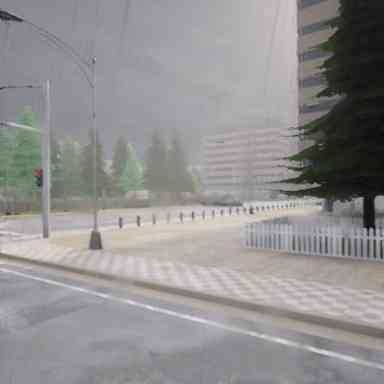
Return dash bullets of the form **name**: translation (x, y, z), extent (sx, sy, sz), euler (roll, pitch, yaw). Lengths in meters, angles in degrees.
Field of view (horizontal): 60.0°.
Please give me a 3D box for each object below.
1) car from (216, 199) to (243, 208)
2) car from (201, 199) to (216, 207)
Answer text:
- **car**: translation (6.781, 1.845, 56.225), extent (2.033, 1.411, 5.357), euler (-1, 0, 36)
- **car**: translation (3.556, 1.937, 57.738), extent (1.895, 1.301, 4.718), euler (-1, 0, 36)
